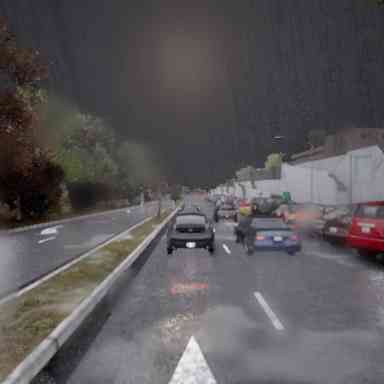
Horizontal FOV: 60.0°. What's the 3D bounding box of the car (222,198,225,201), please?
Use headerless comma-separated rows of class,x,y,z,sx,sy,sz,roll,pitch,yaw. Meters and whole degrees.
car,7.732,2.200,53.543,4.674,1.452,2.002,1,-1,-20

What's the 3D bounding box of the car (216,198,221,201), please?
car,7.690,2.314,62.567,4.792,1.488,2.163,1,-1,-20

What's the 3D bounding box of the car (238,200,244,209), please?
car,8.031,1.868,35.609,5.366,1.575,1.946,1,-1,-20

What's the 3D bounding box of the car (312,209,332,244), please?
car,8.035,1.649,14.552,4.792,1.488,2.163,1,-1,-20

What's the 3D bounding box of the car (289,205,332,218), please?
car,7.995,1.650,17.536,4.892,1.521,2.231,1,0,-20

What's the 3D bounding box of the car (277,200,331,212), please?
car,8.000,1.554,20.548,4.553,1.767,2.185,1,0,-20

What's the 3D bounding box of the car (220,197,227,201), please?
car,7.740,2.080,56.556,4.553,1.767,2.185,1,-1,-20

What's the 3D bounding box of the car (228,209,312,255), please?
car,2.945,1.675,13.970,2.033,1.411,5.357,0,-1,0

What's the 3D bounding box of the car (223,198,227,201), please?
car,7.744,2.111,50.544,5.008,1.535,2.097,1,-1,-20

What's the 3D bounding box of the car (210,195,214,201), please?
car,7.555,2.135,74.549,5.566,2.045,2.435,1,0,-20

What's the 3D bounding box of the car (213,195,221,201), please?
car,7.671,2.066,65.569,5.566,2.045,2.435,1,-1,-20

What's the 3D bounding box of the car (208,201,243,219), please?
car,2.837,1.789,29.299,2.128,1.511,4.902,0,-1,0

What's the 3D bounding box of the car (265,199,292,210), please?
car,7.916,1.585,23.533,4.553,1.767,2.185,1,-1,-20

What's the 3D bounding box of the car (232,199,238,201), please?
car,7.663,1.905,38.472,5.366,1.575,1.946,1,-1,-20

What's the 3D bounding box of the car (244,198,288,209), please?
car,7.929,1.533,29.561,5.566,2.045,2.435,1,-1,-20

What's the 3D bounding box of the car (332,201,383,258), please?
car,8.059,1.341,11.552,5.566,2.045,2.435,1,-1,-20

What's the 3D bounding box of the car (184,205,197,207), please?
car,-0.163,1.861,29.285,1.994,1.385,4.181,0,-1,0

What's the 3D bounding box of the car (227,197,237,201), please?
car,7.795,1.708,41.529,5.566,2.045,2.435,1,-1,-20

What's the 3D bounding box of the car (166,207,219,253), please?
car,-0.055,1.640,14.275,1.837,1.490,4.892,0,0,0

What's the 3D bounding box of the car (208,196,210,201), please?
car,7.466,2.443,86.563,4.792,1.488,2.163,1,0,-20
